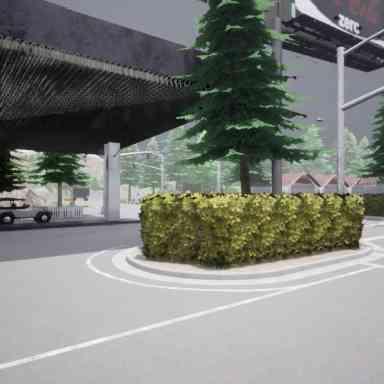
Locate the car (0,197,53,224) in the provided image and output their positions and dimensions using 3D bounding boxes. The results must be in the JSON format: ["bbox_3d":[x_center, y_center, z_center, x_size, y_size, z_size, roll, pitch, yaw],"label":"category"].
[{"bbox_3d":[-11.996,1.313,23.467,3.866,1.878,1.905,0,0,-36],"label":"car"}]
